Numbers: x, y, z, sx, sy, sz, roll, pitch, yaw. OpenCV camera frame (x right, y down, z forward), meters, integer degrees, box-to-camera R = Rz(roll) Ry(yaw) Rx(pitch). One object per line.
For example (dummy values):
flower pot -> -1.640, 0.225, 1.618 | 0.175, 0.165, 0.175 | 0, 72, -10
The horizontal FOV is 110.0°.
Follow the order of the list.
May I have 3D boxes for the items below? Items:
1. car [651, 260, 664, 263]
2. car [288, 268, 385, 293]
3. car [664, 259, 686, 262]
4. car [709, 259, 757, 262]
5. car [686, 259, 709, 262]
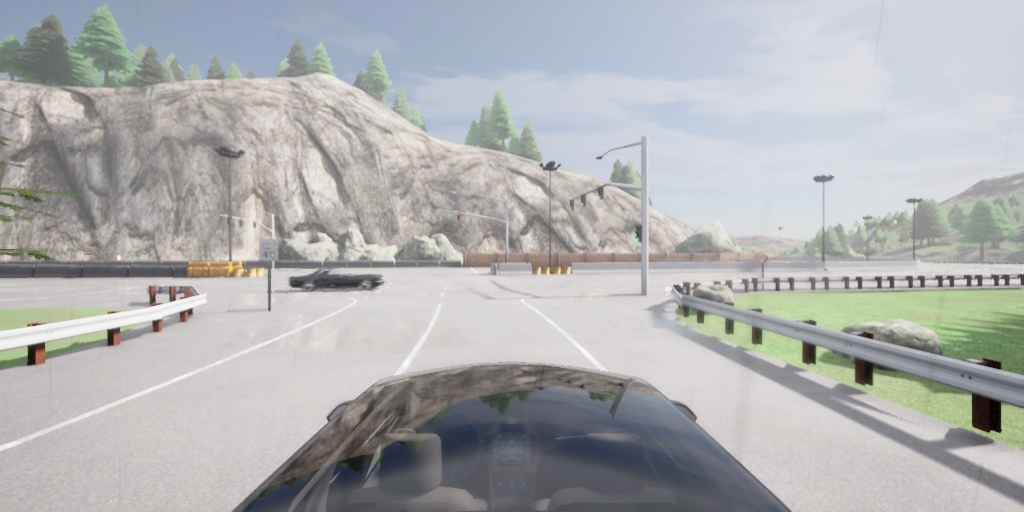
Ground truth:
car -> 25.197, 1.187, 58.695 | 5.357, 1.411, 2.033 | 0, 0, -10
car -> -9.751, 1.332, 20.342 | 4.718, 1.301, 1.895 | 0, 0, -10
car -> 26.875, 1.193, 55.417 | 5.357, 1.411, 2.033 | 0, 0, -10
car -> 30.158, 1.149, 48.975 | 4.902, 1.511, 2.128 | 0, 0, -11
car -> 28.415, 1.177, 52.211 | 4.674, 1.442, 1.812 | 0, 0, -10
